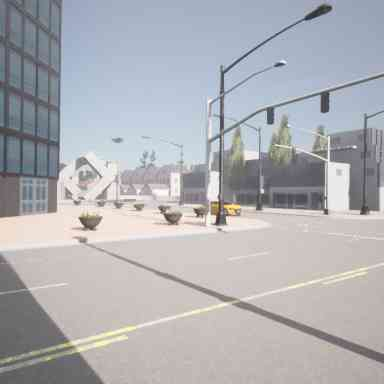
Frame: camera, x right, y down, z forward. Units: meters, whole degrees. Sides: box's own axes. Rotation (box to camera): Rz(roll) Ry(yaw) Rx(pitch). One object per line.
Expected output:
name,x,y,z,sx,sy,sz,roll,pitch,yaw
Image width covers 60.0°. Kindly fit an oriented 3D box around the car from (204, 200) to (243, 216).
car,2.991,1.564,33.674,1.882,1.535,5.008,1,-1,-35
